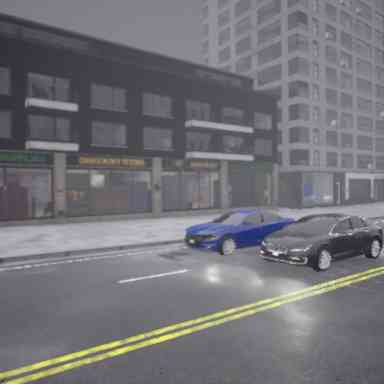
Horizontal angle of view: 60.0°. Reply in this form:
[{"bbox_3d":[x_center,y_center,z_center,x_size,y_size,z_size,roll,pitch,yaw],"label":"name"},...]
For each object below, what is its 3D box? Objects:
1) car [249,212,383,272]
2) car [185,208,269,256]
[{"bbox_3d":[4.323,1.467,10.761,4.892,1.490,1.837,0,0,-35],"label":"car"},{"bbox_3d":[2.030,1.442,13.118,5.008,1.535,1.882,-1,0,-36],"label":"car"}]
